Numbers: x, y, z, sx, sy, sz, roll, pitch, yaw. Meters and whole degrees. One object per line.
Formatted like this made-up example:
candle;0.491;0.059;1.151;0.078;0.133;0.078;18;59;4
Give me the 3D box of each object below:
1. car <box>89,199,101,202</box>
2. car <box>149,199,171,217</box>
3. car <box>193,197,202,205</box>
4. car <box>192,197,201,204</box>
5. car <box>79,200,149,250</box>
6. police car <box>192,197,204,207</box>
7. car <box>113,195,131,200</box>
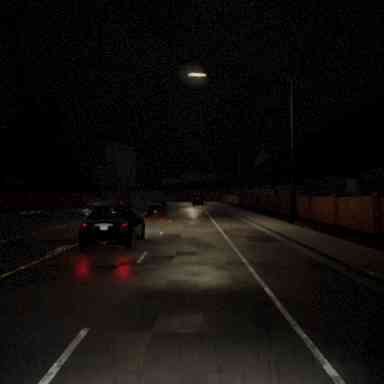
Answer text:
car;-14.073;1.768;48.962;1.812;1.442;4.674;0;-1;0
car;-3.399;1.692;33.615;1.812;1.442;4.674;0;0;0
car;1.052;1.799;69.418;1.801;1.575;5.366;0;0;0
car;0.983;1.885;75.451;1.837;1.490;4.892;0;0;-2
car;-3.399;1.426;14.942;2.097;1.767;4.553;0;0;0
police car;1.052;1.719;59.335;1.930;1.638;5.238;0;0;0
car;-10.574;1.472;50.547;2.150;2.045;5.566;0;0;0
